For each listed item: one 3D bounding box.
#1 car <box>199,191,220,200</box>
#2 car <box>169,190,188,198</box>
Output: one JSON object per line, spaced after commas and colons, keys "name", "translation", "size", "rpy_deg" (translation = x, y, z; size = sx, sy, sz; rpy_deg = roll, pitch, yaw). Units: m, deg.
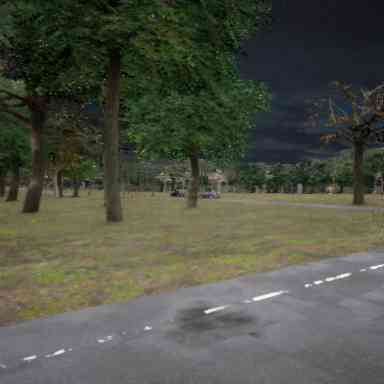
{"name": "car", "translation": [3.275, 0.642, 62.338], "size": [2.128, 1.511, 4.902], "rpy_deg": [2, -1, -36]}
{"name": "car", "translation": [-2.913, 0.285, 70.938], "size": [2.097, 1.767, 4.553], "rpy_deg": [2, -1, -36]}
